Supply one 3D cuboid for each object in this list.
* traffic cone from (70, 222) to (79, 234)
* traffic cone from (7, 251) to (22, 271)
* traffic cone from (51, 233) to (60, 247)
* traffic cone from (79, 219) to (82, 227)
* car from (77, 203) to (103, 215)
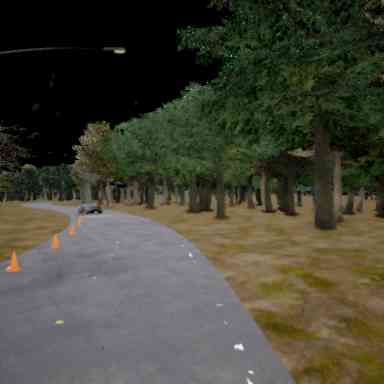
[{"bbox_3d":[-7.120,2.222,19.845,0.340,0.580,0.340,0,-1,-13],"label":"traffic cone"},{"bbox_3d":[-5.487,2.118,10.271,0.340,0.580,0.340,0,-1,-7],"label":"traffic cone"},{"bbox_3d":[-6.179,2.172,15.079,0.340,0.580,0.340,0,-1,-10],"label":"traffic cone"},{"bbox_3d":[-8.309,2.268,24.556,0.340,0.580,0.340,0,0,-16],"label":"traffic cone"},{"bbox_3d":[-12.420,1.985,40.338,2.033,1.411,5.357,0,-1,-33],"label":"car"}]
